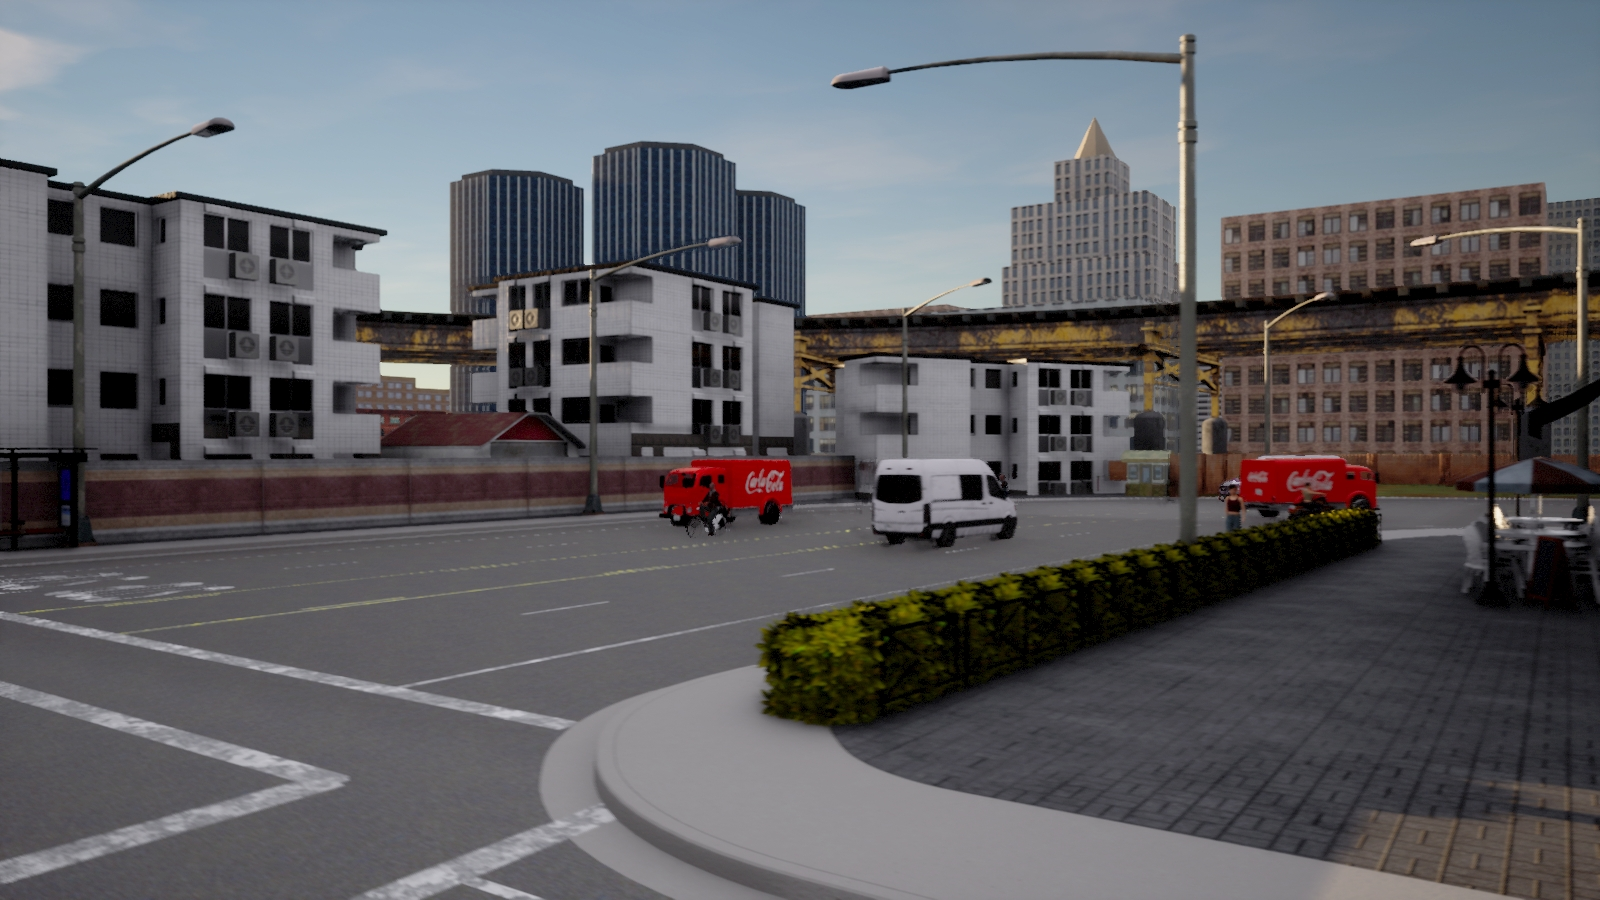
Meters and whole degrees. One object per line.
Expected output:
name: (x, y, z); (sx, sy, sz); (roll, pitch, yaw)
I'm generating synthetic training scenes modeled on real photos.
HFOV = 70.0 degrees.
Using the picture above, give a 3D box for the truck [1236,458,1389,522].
truck: (20.852, 1.573, 46.547); (5.204, 2.467, 2.627); (0, 0, -15)

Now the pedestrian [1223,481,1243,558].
pedestrian: (10.635, 1.700, 28.054); (0.375, 1.860, 0.375); (0, 0, 36)

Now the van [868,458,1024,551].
van: (4.558, 1.542, 34.790); (1.988, 2.561, 5.915); (0, 0, 38)

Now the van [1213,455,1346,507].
van: (24.248, 1.541, 57.883); (5.915, 2.561, 1.988); (0, 0, -2)

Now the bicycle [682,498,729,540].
bicycle: (-3.002, 2.181, 36.390); (0.329, 1.251, 1.835); (0, 0, 37)

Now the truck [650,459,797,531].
truck: (-2.762, 1.580, 42.485); (2.627, 2.467, 5.204); (0, 0, 38)
